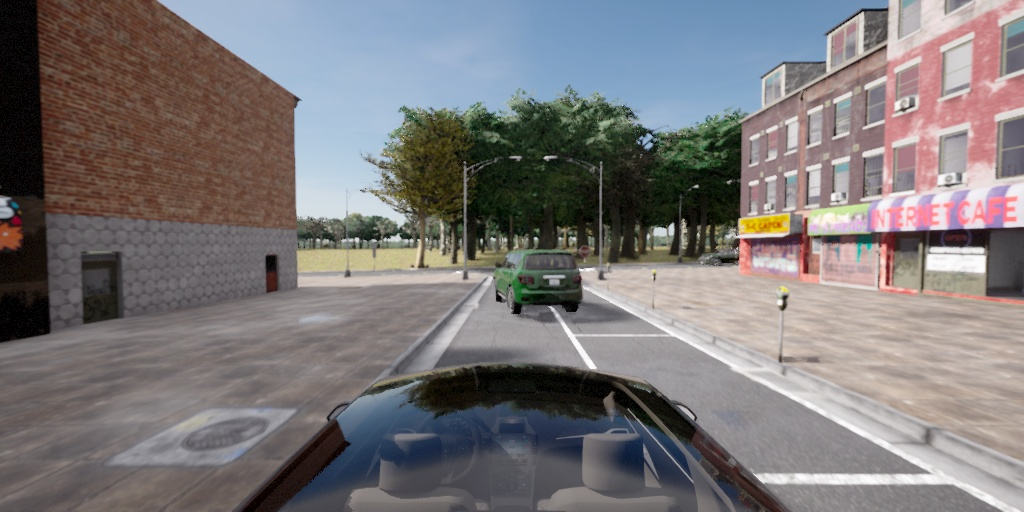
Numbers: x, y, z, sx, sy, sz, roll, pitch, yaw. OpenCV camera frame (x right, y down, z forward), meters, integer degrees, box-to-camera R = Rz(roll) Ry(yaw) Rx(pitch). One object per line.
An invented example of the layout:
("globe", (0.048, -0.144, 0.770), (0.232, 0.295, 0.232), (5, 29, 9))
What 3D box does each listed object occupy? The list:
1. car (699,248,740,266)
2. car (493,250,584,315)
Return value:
("car", (21.019, 0.035, 35.494), (4.553, 1.767, 2.097), (-1, 2, 0))
("car", (0.701, 0.794, 12.875), (2.150, 2.045, 5.566), (0, 1, -11))
